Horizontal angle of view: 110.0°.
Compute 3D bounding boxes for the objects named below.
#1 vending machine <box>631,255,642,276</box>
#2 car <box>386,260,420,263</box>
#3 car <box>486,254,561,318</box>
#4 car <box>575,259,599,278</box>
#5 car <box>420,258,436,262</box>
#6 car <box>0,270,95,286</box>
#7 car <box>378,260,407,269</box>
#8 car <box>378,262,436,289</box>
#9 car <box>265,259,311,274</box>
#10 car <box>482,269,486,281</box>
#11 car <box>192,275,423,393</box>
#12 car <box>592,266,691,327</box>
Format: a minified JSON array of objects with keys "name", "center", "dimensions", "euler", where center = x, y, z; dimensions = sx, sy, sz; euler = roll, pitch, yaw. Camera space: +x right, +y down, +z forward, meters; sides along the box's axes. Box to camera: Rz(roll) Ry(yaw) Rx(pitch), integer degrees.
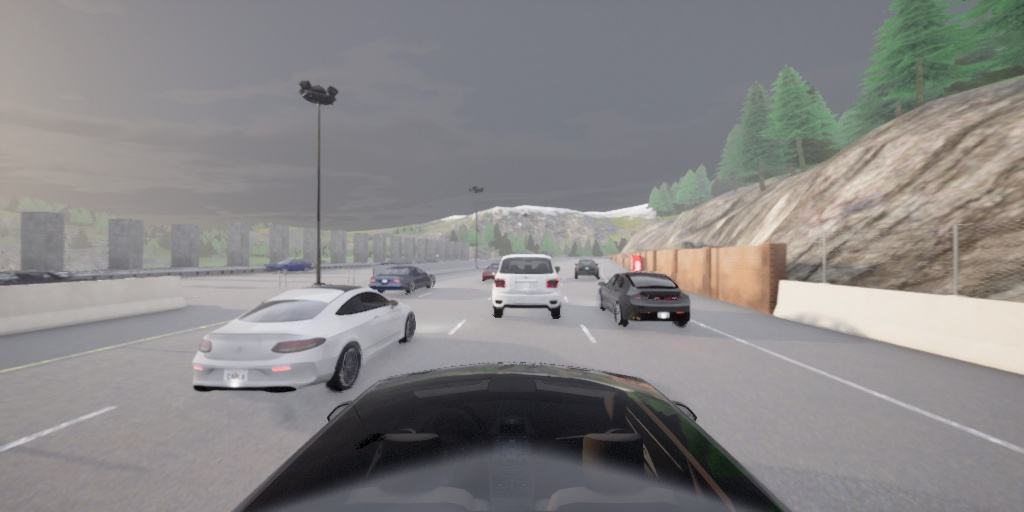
[{"name":"vending machine","center":[12.237,0.916,35.186],"dimensions":[1.100,2.100,0.880],"euler":[0,0,12]},{"name":"car","center":[-12.956,1.210,41.869],"dimensions":[1.994,1.385,4.181],"euler":[0,0,12]},{"name":"car","center":[0.593,0.954,13.137],"dimensions":[2.150,2.045,5.566],"euler":[0,0,4]},{"name":"car","center":[6.806,1.063,32.716],"dimensions":[2.097,1.767,4.553],"euler":[0,0,11]},{"name":"car","center":[-13.359,1.113,55.264],"dimensions":[2.128,1.511,4.902],"euler":[0,0,14]},{"name":"car","center":[-20.536,1.277,14.515],"dimensions":[1.895,1.301,4.718],"euler":[0,0,4]},{"name":"car","center":[-17.547,1.216,52.886],"dimensions":[1.895,1.301,4.718],"euler":[0,0,14]},{"name":"car","center":[-5.844,1.251,19.722],"dimensions":[2.033,1.411,5.357],"euler":[0,0,6]},{"name":"car","center":[-24.257,1.101,39.022],"dimensions":[1.882,1.535,5.008],"euler":[0,0,11]},{"name":"car","center":[-1.034,1.264,28.693],"dimensions":[1.994,1.385,4.181],"euler":[0,0,9]},{"name":"car","center":[-3.247,1.259,6.607],"dimensions":[1.812,1.442,4.674],"euler":[0,0,2]},{"name":"car","center":[4.012,1.248,11.559],"dimensions":[1.837,1.490,4.892],"euler":[0,0,3]}]
